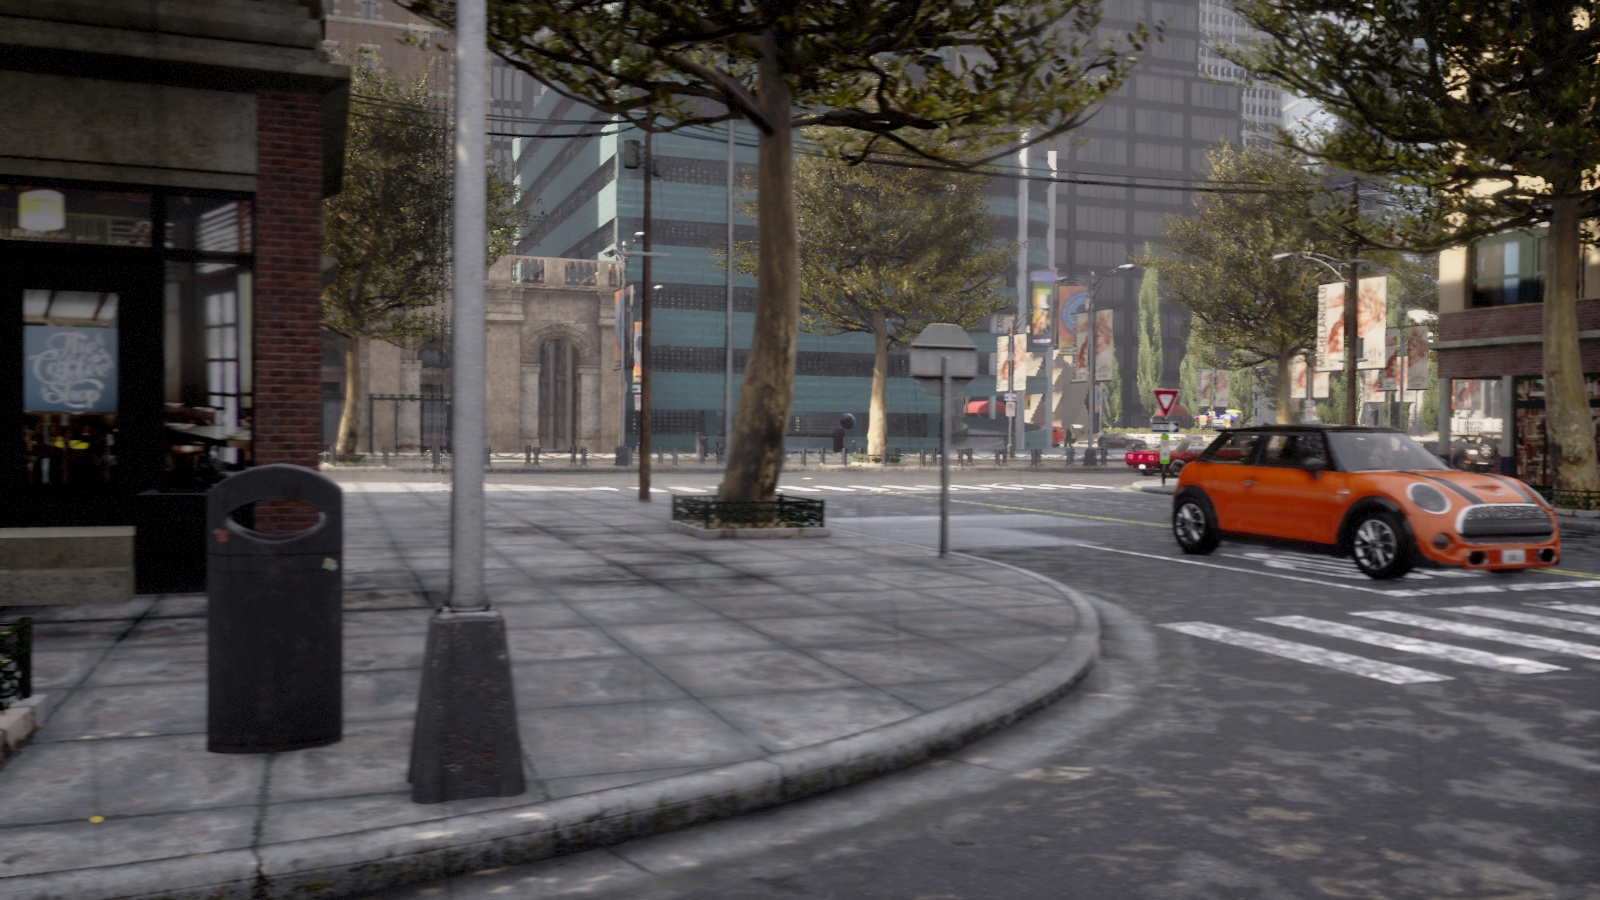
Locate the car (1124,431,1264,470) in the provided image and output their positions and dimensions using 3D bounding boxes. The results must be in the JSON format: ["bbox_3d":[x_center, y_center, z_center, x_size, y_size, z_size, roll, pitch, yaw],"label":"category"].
[{"bbox_3d":[14.306,0.002,45.572,4.718,1.301,1.895,-1,1,-22],"label":"car"}]

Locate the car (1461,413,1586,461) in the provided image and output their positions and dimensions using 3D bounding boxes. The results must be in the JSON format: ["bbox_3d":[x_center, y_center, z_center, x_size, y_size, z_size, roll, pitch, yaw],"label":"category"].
[{"bbox_3d":[29.606,-0.541,51.377,4.605,1.855,1.932,-1,1,-21],"label":"car"}]

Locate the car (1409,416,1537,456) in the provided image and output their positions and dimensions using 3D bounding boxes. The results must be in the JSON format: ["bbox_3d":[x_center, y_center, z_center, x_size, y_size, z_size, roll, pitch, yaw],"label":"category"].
[{"bbox_3d":[29.484,-0.637,55.022,5.027,1.651,2.152,-1,1,-21],"label":"car"}]

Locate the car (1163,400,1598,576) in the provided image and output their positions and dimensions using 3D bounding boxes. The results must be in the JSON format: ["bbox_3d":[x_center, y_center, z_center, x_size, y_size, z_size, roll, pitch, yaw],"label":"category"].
[{"bbox_3d":[6.686,0.338,15.115,2.097,1.767,4.553,-1,1,-22],"label":"car"}]
